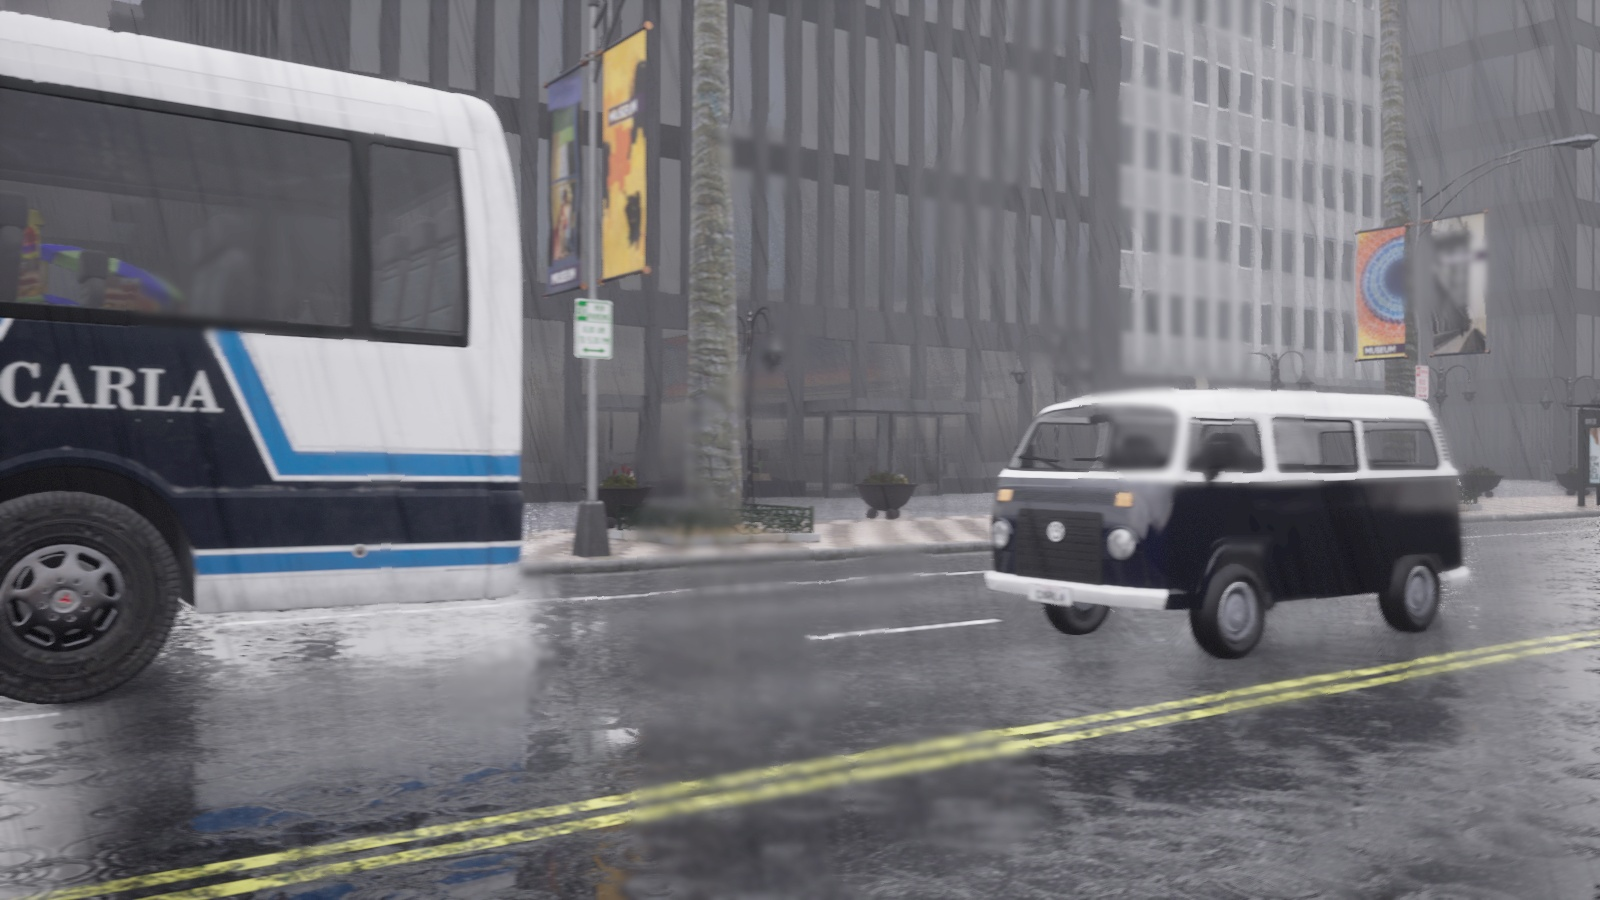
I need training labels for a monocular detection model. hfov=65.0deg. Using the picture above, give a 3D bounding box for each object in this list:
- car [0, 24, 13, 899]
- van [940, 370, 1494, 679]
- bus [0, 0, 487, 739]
[{"bbox_3d":[-3.925,0.471,0.928,5.566,2.045,2.150,0,0,-35],"label":"car"},{"bbox_3d":[3.543,0.497,10.387,4.480,2.038,2.069,0,0,-35],"label":"van"},{"bbox_3d":[-7.448,-0.601,7.006,10.273,4.253,3.944,1,-1,-35],"label":"bus"}]
